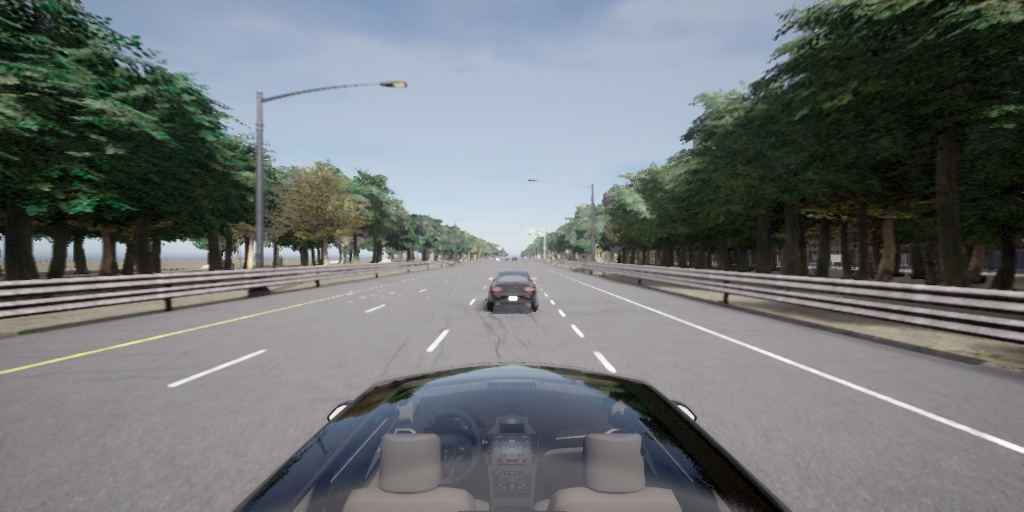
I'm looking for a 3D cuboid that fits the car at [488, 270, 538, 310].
[{"bbox_3d":[0.031,1.285,14.591,1.812,1.442,4.674,0,0,0],"label":"car"}]
